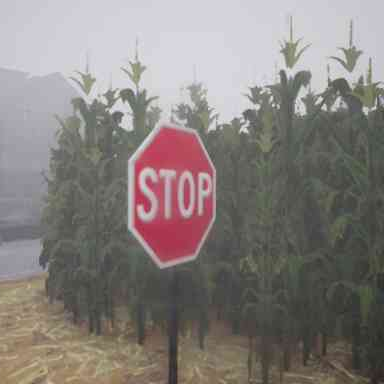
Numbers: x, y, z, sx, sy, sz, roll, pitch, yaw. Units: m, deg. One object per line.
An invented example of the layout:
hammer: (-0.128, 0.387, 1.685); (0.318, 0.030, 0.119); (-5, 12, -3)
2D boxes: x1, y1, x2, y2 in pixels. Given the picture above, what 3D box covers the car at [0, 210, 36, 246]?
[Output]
car: (-7.248, 1.475, 14.348); (1.895, 1.301, 4.718); (1, 0, 36)
